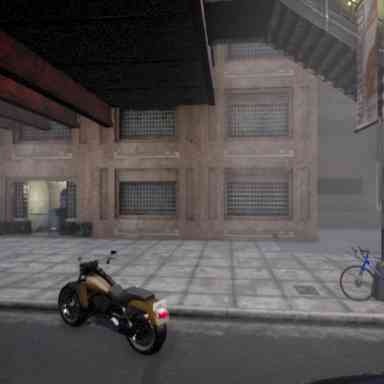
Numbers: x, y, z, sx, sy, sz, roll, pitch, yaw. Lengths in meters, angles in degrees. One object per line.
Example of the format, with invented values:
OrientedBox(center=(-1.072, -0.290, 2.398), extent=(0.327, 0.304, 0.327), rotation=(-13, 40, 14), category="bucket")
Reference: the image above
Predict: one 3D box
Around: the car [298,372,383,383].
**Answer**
OrientedBox(center=(2.387, 1.564, 1.545), extent=(4.181, 1.385, 1.994), rotation=(0, 0, 7), category="car")
